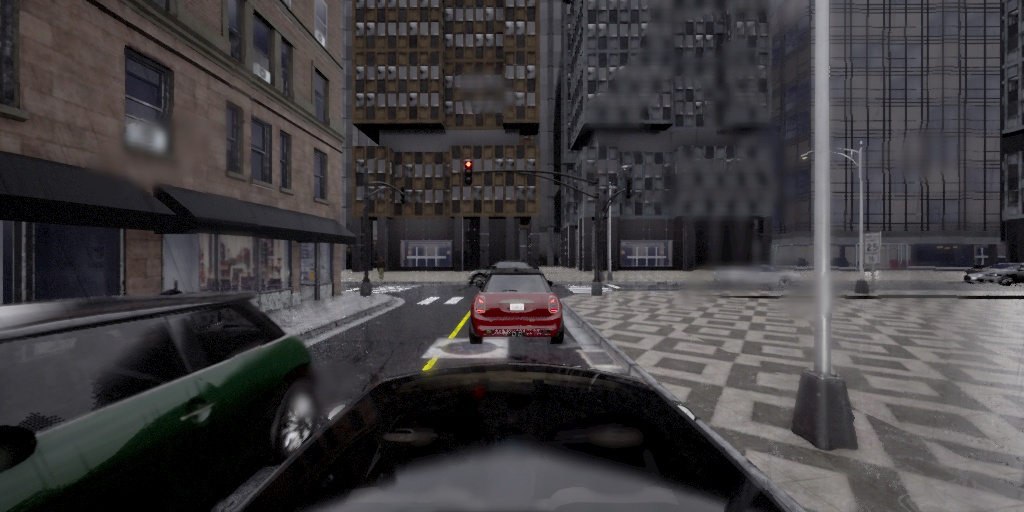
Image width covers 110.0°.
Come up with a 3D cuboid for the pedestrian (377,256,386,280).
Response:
[{"bbox_3d":[-9.839,0.902,26.925,0.375,1.860,0.375,0,0,1],"label":"pedestrian"}]

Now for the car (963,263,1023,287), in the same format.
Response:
[{"bbox_3d":[32.649,1.196,23.412,4.902,1.511,2.128,0,0,1],"label":"car"}]

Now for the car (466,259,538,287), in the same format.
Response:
[{"bbox_3d":[-0.647,1.099,23.789,4.553,1.767,2.097,0,0,1],"label":"car"}]

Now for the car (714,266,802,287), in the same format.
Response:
[{"bbox_3d":[16.024,1.326,23.606,4.718,1.301,1.895,0,0,1],"label":"car"}]

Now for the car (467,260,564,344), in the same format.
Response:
[{"bbox_3d":[0.068,1.102,9.743,2.097,1.767,4.553,0,0,-1],"label":"car"}]

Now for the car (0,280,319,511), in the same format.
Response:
[{"bbox_3d":[-3.103,1.102,1.886,2.097,1.767,4.553,0,0,0],"label":"car"}]
